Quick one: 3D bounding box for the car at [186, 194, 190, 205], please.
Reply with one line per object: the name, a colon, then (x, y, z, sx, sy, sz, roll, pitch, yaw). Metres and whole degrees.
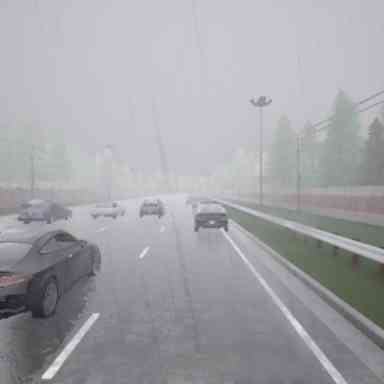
car: (0.009, 1.340, 55.475, 2.128, 1.511, 4.902, 0, 0, 0)

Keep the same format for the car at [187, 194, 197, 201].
car: (0.011, 1.147, 70.475, 2.128, 1.511, 4.902, 0, 0, 0)

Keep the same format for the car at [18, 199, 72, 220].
car: (-10.397, 1.482, 23.888, 2.033, 1.411, 5.357, 0, 0, 0)

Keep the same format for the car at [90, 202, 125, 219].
car: (-6.896, 1.525, 27.735, 1.895, 1.301, 4.718, 0, 0, 0)

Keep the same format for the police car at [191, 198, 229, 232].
police car: (1.052, 1.370, 19.911, 1.930, 1.638, 5.238, 0, 0, 0)

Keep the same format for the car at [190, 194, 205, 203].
car: (1.054, 1.253, 35.771, 2.097, 1.767, 4.553, 0, 0, 0)

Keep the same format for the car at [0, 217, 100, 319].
car: (-3.412, 1.506, 7.201, 1.812, 1.442, 4.674, 0, 0, 0)

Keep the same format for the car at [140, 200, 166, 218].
car: (-3.397, 1.411, 29.246, 2.128, 1.511, 4.902, 0, 0, 0)
